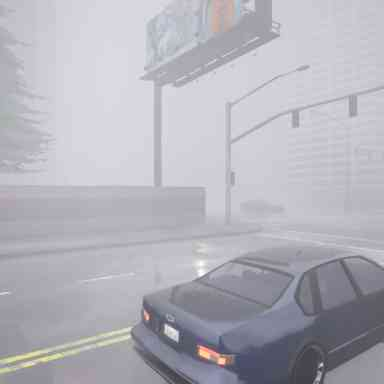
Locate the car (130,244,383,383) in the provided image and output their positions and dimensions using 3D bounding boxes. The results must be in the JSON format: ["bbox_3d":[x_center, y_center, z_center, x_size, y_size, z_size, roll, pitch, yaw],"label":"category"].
[{"bbox_3d":[1.796,1.547,5.044,5.357,1.411,2.033,0,0,-37],"label":"car"}]

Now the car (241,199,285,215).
[{"bbox_3d":[7.132,1.478,33.886,1.882,1.535,5.008,0,0,-35],"label":"car"}]
